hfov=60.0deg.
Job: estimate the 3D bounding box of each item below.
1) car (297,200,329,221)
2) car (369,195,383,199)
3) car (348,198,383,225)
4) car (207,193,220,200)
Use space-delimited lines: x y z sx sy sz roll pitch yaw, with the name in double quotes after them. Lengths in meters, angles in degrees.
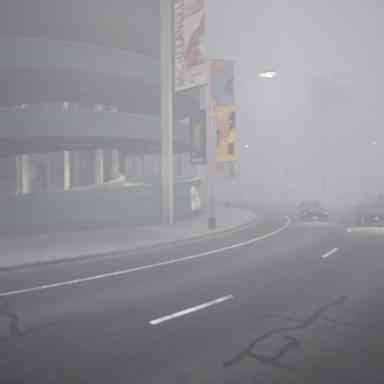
8.988 1.322 25.161 2.033 1.411 5.357 0 0 13 "car"
16.667 1.022 29.628 2.097 1.767 4.553 -1 0 6 "car"
11.286 1.335 21.211 1.994 1.385 4.181 0 0 17 "car"
4.682 1.024 78.356 2.231 1.521 4.892 -1 0 -30 "car"
